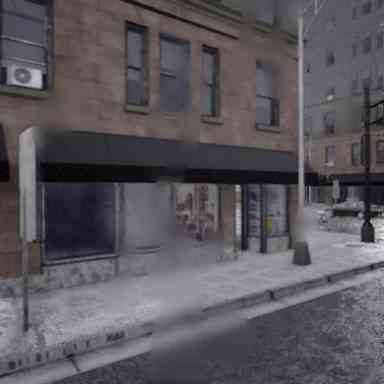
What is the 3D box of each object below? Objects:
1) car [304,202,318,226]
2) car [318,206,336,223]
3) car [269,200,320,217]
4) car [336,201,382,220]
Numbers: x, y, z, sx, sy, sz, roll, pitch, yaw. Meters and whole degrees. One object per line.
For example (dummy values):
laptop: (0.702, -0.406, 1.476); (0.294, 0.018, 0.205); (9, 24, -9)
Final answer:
car: (5.502, 1.487, 21.312); (1.802, 1.307, 4.206); (-1, 0, -35)
car: (7.233, 1.416, 23.327); (1.812, 1.442, 4.674); (-1, 0, -33)
car: (9.373, 1.470, 30.722); (1.802, 1.307, 4.206); (-1, 0, -35)
car: (12.508, 1.386, 26.169); (2.008, 1.369, 4.403); (-1, 0, -35)
